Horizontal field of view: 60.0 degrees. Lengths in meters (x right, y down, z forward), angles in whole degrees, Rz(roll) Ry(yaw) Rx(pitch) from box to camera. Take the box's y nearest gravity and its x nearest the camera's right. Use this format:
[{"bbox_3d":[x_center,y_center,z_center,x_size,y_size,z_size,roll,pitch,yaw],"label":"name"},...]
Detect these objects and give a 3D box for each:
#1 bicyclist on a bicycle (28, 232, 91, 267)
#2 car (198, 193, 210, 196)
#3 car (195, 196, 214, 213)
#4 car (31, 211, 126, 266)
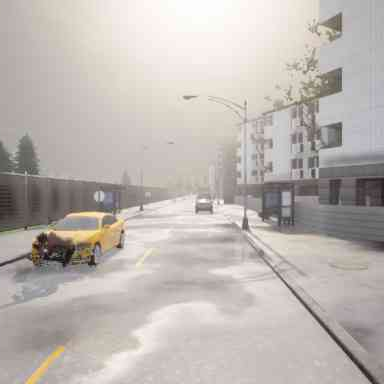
[{"bbox_3d":[-3.549,1.508,8.697,1.656,0.582,1.620,-3,-33,-9],"label":"bicyclist on a bicycle"},{"bbox_3d":[1.749,1.221,48.485,2.150,2.045,5.566,0,0,2],"label":"car"},{"bbox_3d":[1.329,1.492,36.508,2.128,1.511,4.902,0,0,2],"label":"car"},{"bbox_3d":[-3.732,1.479,11.750,1.882,1.535,5.008,0,0,2],"label":"car"}]
